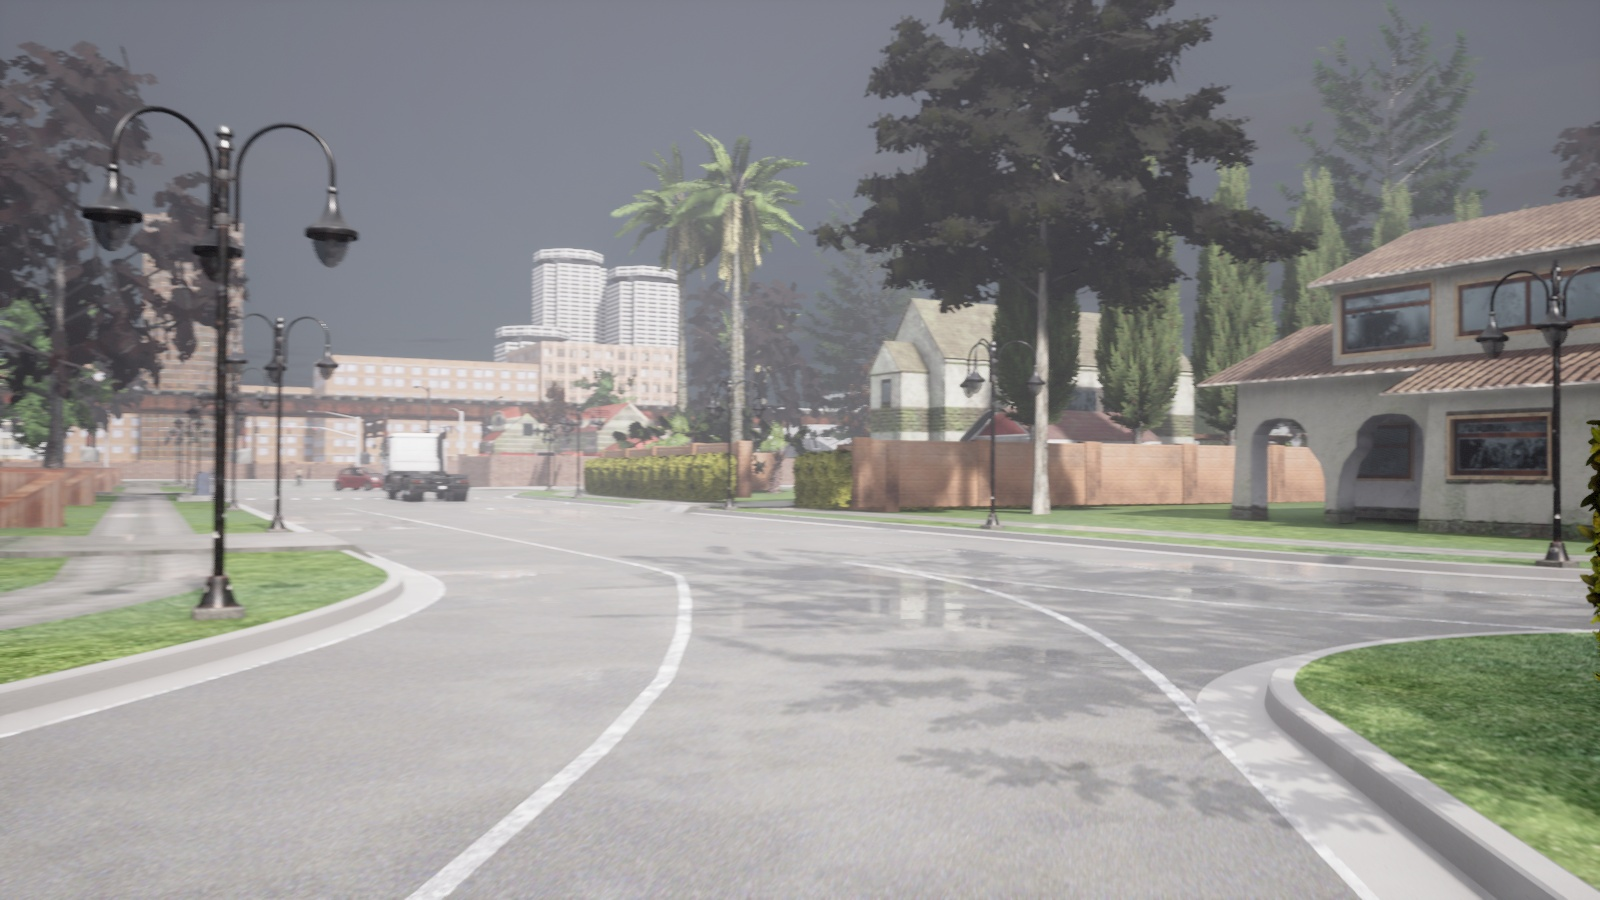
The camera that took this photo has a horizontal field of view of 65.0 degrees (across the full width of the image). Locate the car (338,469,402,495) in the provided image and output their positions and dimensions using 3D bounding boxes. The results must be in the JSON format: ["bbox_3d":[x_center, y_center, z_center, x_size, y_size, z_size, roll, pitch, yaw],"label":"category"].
[{"bbox_3d":[-29.074,2.164,84.911,3.988,1.617,1.851,-2,-1,27],"label":"car"}]

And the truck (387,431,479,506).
[{"bbox_3d":[-18.274,0.912,62.221,2.891,3.462,7.936,0,-1,-27],"label":"truck"}]
